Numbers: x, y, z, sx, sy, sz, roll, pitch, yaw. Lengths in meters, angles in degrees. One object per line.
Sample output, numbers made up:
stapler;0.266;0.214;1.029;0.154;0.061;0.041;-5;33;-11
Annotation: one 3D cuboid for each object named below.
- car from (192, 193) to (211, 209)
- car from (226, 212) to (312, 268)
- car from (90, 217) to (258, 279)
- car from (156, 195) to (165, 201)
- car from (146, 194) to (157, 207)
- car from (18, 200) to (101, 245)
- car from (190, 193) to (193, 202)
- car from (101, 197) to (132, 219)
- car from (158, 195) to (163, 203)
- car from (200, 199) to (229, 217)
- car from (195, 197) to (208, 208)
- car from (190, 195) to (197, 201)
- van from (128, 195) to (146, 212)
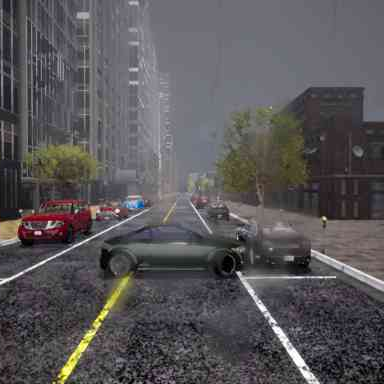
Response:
car;1.545;1.301;44.329;2.192;1.841;5.009;-1;0;-1
car;2.550;1.548;11.137;2.008;1.369;4.403;-1;0;-1
car;-0.467;1.557;9.536;4.181;1.385;1.994;0;0;-1
car;-7.841;1.496;82.679;1.752;1.417;4.829;-1;0;-1
car;-6.977;1.299;49.652;2.192;1.841;5.009;-1;0;-1
car;-6.188;1.310;15.725;2.192;1.841;5.009;-1;0;-1
car;0.819;1.290;71.993;2.192;1.841;5.009;-1;0;-1
car;-6.387;1.432;26.793;1.967;1.590;4.097;-1;0;-1
car;-7.410;1.522;66.251;1.887;1.381;4.507;-1;0;-1
car;2.016;1.543;26.996;2.008;1.369;4.403;-1;0;-1
car;1.399;1.509;50.032;1.752;1.417;4.829;-1;0;-1
car;0.387;1.551;88.590;1.802;1.307;4.206;-1;0;-1
van;-6.686;1.329;38.586;1.690;1.788;3.998;-1;0;-1
